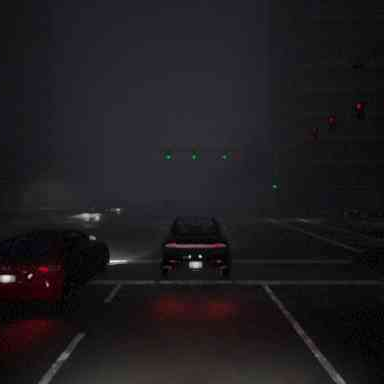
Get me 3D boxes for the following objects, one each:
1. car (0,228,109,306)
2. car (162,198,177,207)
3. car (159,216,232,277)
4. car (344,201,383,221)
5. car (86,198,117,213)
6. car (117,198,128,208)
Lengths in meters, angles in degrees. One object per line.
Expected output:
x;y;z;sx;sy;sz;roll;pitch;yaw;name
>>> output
-3.411;1.567;8.131;1.994;1.385;4.181;0;0;0;car
-3.406;1.586;50.355;1.994;1.385;4.181;0;0;0;car
0.092;1.497;10.250;2.128;1.511;4.902;0;0;0;car
14.816;1.504;26.717;4.902;1.511;2.128;0;0;0;car
-10.576;1.508;38.069;2.128;1.511;4.902;0;0;0;car
-10.559;1.568;47.812;2.033;1.411;5.357;0;0;0;car
